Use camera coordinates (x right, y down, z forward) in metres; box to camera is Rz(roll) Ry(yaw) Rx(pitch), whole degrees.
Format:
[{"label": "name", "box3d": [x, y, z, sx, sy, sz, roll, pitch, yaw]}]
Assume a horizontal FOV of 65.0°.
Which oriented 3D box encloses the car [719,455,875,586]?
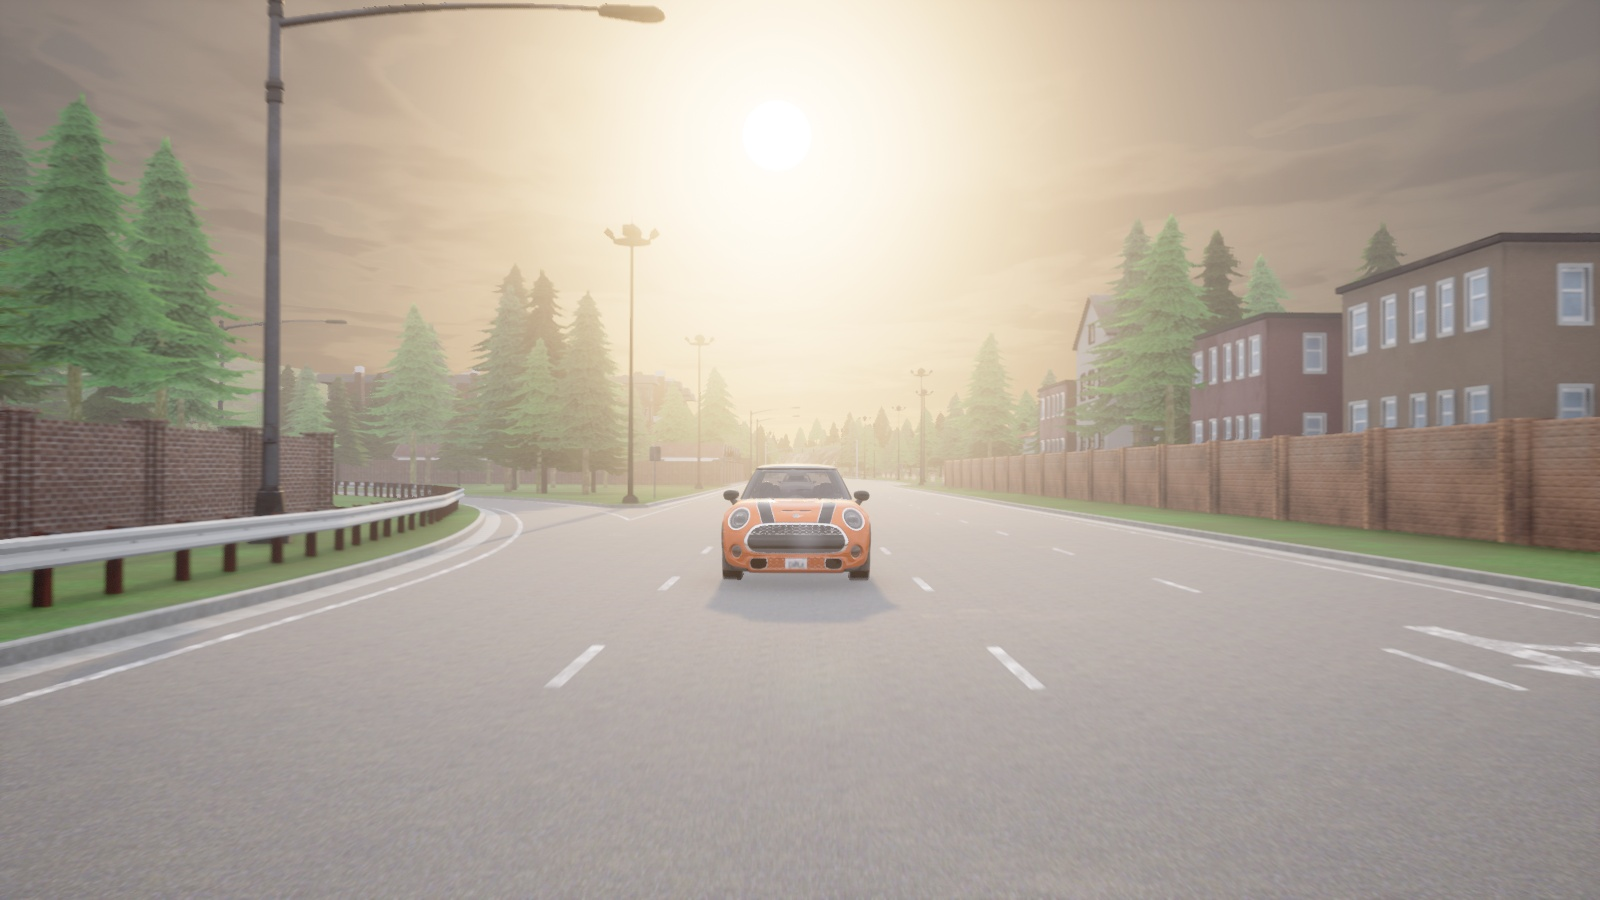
[{"label": "car", "box3d": [-0.048, 0.995, 19.276, 2.097, 1.767, 4.553, 0, -1, 0]}]
